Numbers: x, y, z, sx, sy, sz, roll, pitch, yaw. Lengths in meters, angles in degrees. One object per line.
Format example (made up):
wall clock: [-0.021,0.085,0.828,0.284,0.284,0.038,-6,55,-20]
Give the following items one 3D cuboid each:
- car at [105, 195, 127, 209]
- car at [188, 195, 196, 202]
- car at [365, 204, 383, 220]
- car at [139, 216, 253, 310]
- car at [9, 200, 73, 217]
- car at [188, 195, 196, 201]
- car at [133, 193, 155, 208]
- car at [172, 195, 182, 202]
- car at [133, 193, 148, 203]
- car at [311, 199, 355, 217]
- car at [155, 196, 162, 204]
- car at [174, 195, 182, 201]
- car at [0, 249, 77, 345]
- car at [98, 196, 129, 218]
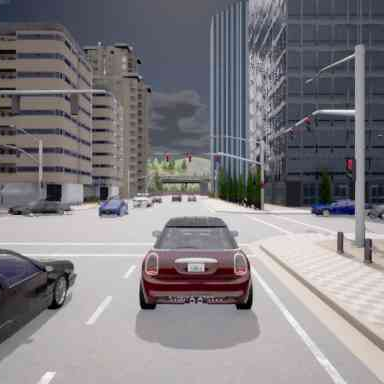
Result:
car: [-10.597,1.352,46.596,2.097,1.767,4.553,0,0,0]
car: [-0.004,1.547,75.859,1.994,1.385,4.181,0,0,0]
car: [16.279,1.436,26.362,4.902,1.511,2.128,0,0,0]
car: [0.082,1.352,7.988,2.097,1.767,4.553,0,0,0]
car: [-14.011,1.502,31.094,5.357,1.411,2.033,0,1,-44]
car: [-0.004,1.493,84.353,1.812,1.442,4.674,0,0,0]
car: [-7.096,1.223,48.197,2.150,2.045,5.566,0,0,0]
car: [-3.504,1.470,74.743,1.882,1.535,5.008,0,0,0]
car: [-10.505,1.223,68.087,2.150,2.045,5.566,0,0,0]
car: [13.292,1.422,29.885,5.008,1.535,1.882,0,0,1]
car: [-7.018,1.548,66.356,2.033,1.411,5.357,0,0,0]
car: [-3.504,1.509,84.353,2.033,1.411,5.357,0,0,0]
car: [-3.434,1.547,4.790,2.033,1.411,5.357,0,0,0]
car: [-7.102,1.435,30.453,1.882,1.535,5.008,0,0,0]
